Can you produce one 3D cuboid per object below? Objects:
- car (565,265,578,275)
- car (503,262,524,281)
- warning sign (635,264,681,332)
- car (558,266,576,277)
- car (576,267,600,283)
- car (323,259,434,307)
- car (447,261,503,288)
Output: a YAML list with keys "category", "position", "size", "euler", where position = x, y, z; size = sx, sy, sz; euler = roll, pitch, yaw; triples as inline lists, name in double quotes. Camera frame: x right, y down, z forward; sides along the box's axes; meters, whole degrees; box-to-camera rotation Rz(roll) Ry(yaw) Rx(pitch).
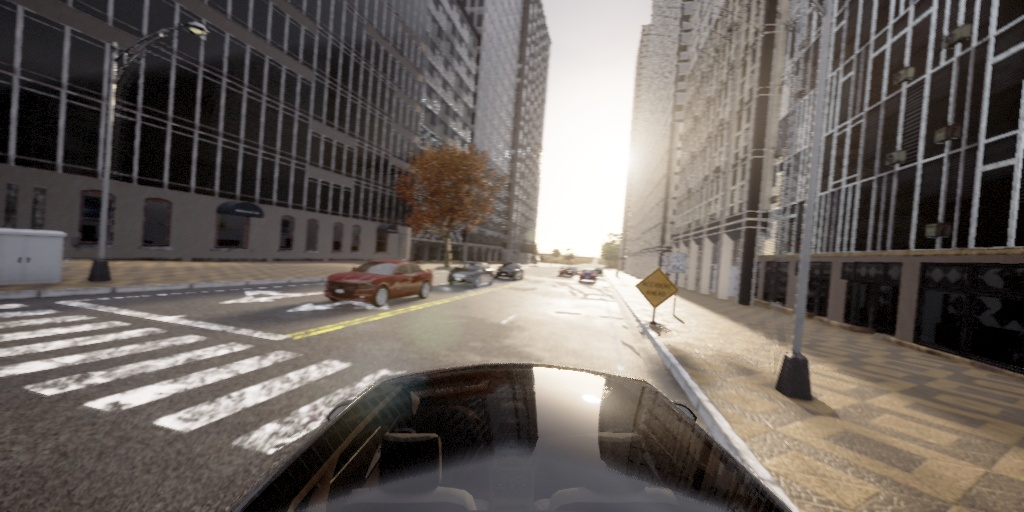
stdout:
- category: "car"
  position: [9.984, 2.326, 59.893]
  size: [1.812, 1.442, 4.674]
  euler: [5, 0, 14]
- category: "car"
  position: [-0.117, 1.352, 32.474]
  size: [1.837, 1.490, 4.892]
  euler: [5, 0, 14]
- category: "warning sign"
  position: [4.435, 1.285, 11.310]
  size: [1.300, 1.860, 1.060]
  euler: [0, 0, 14]
- category: "car"
  position: [7.675, 2.175, 50.302]
  size: [1.895, 1.301, 4.718]
  euler: [5, 0, 14]
- category: "car"
  position: [8.561, 2.145, 40.305]
  size: [1.812, 1.442, 4.674]
  euler: [5, 0, 14]
- category: "car"
  position: [-4.692, 0.868, 13.435]
  size: [1.882, 1.535, 5.008]
  euler: [5, 0, 14]
- category: "car"
  position: [-2.458, 1.105, 22.751]
  size: [2.128, 1.511, 4.902]
  euler: [5, 0, 14]
